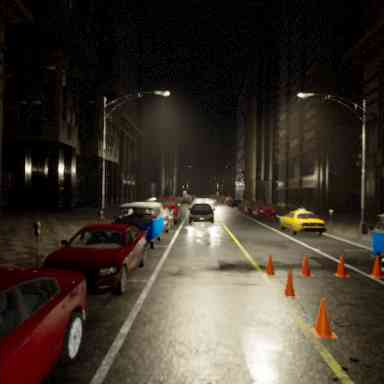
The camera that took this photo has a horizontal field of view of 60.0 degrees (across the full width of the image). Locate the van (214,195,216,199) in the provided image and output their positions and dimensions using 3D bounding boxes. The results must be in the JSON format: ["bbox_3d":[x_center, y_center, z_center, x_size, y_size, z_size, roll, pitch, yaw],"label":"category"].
[{"bbox_3d":[7.930,1.823,92.835,1.690,1.788,3.998,1,0,1],"label":"van"}]

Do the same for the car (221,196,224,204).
[{"bbox_3d":[7.367,1.800,64.746,1.967,1.590,4.097,1,0,1],"label":"car"}]

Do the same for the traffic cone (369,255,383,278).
[{"bbox_3d":[5.214,2.078,9.337,0.340,0.580,0.340,1,0,1],"label":"traffic cone"}]

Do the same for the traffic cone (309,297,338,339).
[{"bbox_3d":[2.135,2.011,5.398,0.340,0.580,0.340,1,0,1],"label":"traffic cone"}]

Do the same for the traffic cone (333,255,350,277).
[{"bbox_3d":[4.214,2.061,9.357,0.340,0.580,0.340,1,0,1],"label":"traffic cone"}]

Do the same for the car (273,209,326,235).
[{"bbox_3d":[6.472,1.706,19.974,1.752,1.417,4.829,1,0,1],"label":"car"}]

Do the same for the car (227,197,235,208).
[{"bbox_3d":[7.141,1.878,53.510,1.947,1.339,4.313,1,0,1],"label":"car"}]

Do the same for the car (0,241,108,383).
[{"bbox_3d":[-2.391,1.513,3.111,1.887,1.381,4.507,1,0,1],"label":"car"}]

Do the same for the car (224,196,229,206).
[{"bbox_3d":[7.253,1.881,59.128,1.887,1.381,4.507,1,0,1],"label":"car"}]

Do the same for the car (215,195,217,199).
[{"bbox_3d":[7.814,2.008,87.216,2.008,1.369,4.403,1,0,1],"label":"car"}]

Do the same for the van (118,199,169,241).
[{"bbox_3d":[-2.163,1.351,14.347,1.690,1.788,3.998,1,0,1],"label":"van"}]

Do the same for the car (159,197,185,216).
[{"bbox_3d":[-1.938,1.367,25.581,2.192,1.841,5.009,1,0,1],"label":"car"}]

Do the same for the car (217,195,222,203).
[{"bbox_3d":[7.594,1.723,75.981,2.192,1.841,5.009,1,0,1],"label":"car"}]

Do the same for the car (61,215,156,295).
[{"bbox_3d":[-2.279,1.534,8.728,1.887,1.381,4.507,1,0,1],"label":"car"}]

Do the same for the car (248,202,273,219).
[{"bbox_3d":[6.692,1.804,31.040,1.802,1.307,4.206,1,0,1],"label":"car"}]

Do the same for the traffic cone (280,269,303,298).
[{"bbox_3d":[2.175,2.018,7.397,0.340,0.580,0.340,1,0,1],"label":"traffic cone"}]

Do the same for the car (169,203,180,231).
[{"bbox_3d":[-2.055,1.581,19.963,2.008,1.369,4.403,1,0,1],"label":"car"}]

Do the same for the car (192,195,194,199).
[{"bbox_3d":[-1.045,1.801,70.518,1.947,1.339,4.313,1,0,1],"label":"car"}]

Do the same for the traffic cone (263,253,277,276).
[{"bbox_3d":[2.215,2.026,9.397,0.340,0.580,0.340,1,0,1],"label":"traffic cone"}]

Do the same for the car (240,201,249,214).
[{"bbox_3d":[6.804,1.825,36.657,1.802,1.307,4.206,1,0,1],"label":"car"}]

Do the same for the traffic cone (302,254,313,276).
[{"bbox_3d":[3.214,2.043,9.377,0.340,0.580,0.340,1,0,1],"label":"traffic cone"}]

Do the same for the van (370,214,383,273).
[{"bbox_3d":[6.247,1.480,8.569,1.690,1.788,3.998,1,0,1],"label":"van"}]

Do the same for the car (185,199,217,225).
[{"bbox_3d":[0.726,1.575,25.318,1.882,1.535,5.008,1,0,1],"label":"car"}]

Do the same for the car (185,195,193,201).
[{"bbox_3d":[-1.157,1.793,64.901,1.802,1.307,4.206,1,0,1],"label":"car"}]

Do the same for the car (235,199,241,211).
[{"bbox_3d":[6.920,1.791,42.445,1.752,1.417,4.829,1,0,1],"label":"car"}]
